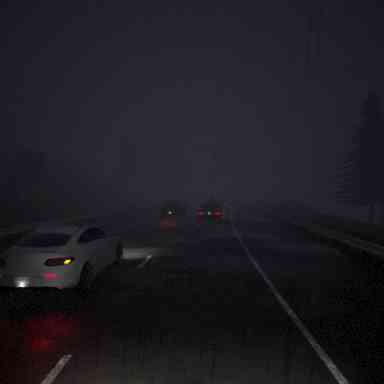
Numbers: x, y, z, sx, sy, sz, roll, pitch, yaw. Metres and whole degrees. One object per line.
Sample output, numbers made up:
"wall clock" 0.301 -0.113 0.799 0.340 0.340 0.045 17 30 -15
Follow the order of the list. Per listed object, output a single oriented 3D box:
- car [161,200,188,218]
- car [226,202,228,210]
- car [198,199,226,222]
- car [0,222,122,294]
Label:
"car" -1.569 1.494 30.403 1.837 1.490 4.892 0 0 6
"car" 3.615 1.592 42.572 1.895 1.301 4.718 0 0 9
"car" 1.463 1.541 25.952 2.033 1.411 5.357 0 0 6
"car" -3.177 1.520 8.693 1.812 1.442 4.674 0 0 2
